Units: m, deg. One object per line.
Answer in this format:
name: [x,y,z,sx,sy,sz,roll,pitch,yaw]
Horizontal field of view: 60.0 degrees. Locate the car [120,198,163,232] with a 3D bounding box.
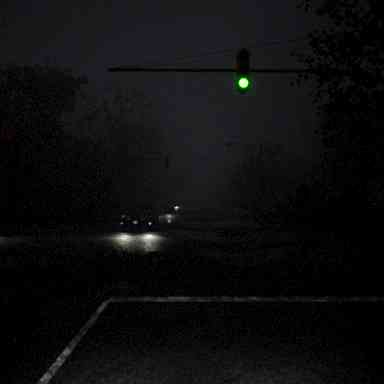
car: [-3.609,1.645,23.877,2.150,2.045,5.566,0,-2,0]

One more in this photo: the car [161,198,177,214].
car: [-3.654,1.849,44.816,2.150,2.045,5.566,0,0,1]
